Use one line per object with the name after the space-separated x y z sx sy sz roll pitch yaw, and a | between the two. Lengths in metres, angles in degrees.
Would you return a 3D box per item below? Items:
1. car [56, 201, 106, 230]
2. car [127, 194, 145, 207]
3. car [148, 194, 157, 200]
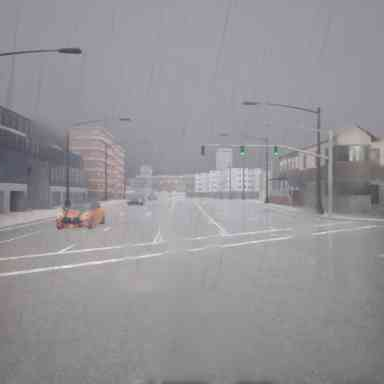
-7.055 1.398 21.487 2.097 1.767 4.553 0 0 -2 | car
-7.868 1.115 47.172 2.097 1.767 4.553 0 1 -2 | car
-8.707 1.113 73.603 2.128 1.511 4.902 0 0 -2 | car
